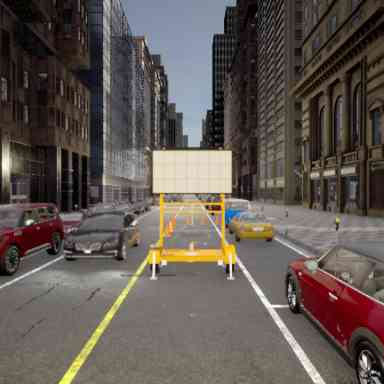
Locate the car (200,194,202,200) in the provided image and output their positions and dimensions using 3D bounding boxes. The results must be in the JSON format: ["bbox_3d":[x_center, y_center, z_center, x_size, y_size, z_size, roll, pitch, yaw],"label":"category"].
[{"bbox_3d":[2.818,1.456,55.335,1.967,1.590,4.097,0,0,0],"label":"car"}]

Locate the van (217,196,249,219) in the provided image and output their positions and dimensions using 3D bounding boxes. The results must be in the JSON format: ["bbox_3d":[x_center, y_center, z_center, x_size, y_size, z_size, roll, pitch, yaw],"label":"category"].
[{"bbox_3d":[2.782,1.341,21.725,1.690,1.788,3.998,0,0,0],"label":"van"}]

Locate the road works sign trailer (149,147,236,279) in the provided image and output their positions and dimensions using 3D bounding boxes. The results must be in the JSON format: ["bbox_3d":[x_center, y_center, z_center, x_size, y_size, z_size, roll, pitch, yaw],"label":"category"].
[{"bbox_3d":[0.009,0.464,9.966,2.380,3.560,2.880,0,0,0],"label":"road works sign trailer"}]

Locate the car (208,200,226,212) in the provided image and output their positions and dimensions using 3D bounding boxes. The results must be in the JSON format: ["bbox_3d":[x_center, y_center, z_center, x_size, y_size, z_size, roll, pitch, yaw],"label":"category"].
[{"bbox_3d":[2.800,1.588,38.530,1.802,1.307,4.206,0,0,0],"label":"car"}]

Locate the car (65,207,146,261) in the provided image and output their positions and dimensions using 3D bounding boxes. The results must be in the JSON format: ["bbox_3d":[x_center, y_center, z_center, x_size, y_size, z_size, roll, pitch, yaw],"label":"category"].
[{"bbox_3d":[-3.088,1.504,12.273,1.837,1.490,4.892,0,0,0],"label":"car"}]

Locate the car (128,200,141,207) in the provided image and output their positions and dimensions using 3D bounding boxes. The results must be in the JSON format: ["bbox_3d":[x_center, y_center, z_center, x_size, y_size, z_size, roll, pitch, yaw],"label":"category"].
[{"bbox_3d":[-5.737,1.552,27.323,2.008,1.369,4.403,0,0,0],"label":"car"}]

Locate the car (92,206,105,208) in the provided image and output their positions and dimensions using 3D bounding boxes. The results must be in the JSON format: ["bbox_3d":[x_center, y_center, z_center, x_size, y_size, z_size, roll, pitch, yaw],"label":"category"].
[{"bbox_3d":[-5.749,1.582,16.119,1.802,1.307,4.206,0,0,0],"label":"car"}]

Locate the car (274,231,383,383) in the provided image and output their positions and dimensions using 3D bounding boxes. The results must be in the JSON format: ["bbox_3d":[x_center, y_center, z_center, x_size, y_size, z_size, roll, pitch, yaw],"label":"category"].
[{"bbox_3d":[2.764,1.440,4.919,1.967,1.590,4.097,0,0,0],"label":"car"}]

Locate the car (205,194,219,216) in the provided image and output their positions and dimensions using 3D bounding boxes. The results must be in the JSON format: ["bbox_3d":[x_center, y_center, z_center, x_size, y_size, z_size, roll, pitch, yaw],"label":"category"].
[{"bbox_3d":[2.793,1.318,32.928,2.192,1.841,5.009,0,0,0],"label":"car"}]

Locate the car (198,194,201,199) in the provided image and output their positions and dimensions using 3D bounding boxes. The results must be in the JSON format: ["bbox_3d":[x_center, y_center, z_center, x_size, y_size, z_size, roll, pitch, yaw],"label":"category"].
[{"bbox_3d":[2.830,1.464,66.538,1.967,1.590,4.097,0,0,0],"label":"car"}]

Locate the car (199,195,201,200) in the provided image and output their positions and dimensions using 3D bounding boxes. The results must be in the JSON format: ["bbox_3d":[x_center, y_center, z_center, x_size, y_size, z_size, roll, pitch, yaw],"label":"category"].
[{"bbox_3d":[2.824,1.585,60.937,1.947,1.339,4.313,0,0,0],"label":"car"}]

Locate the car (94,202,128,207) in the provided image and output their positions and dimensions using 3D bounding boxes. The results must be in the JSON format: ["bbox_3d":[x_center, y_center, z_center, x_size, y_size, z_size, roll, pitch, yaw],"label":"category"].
[{"bbox_3d":[-5.743,1.440,21.720,1.967,1.590,4.097,0,0,0],"label":"car"}]

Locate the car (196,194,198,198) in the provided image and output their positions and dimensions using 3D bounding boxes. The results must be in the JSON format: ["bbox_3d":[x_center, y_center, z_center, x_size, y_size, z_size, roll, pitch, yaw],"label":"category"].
[{"bbox_3d":[2.854,1.584,88.945,1.887,1.381,4.507,0,0,0],"label":"car"}]

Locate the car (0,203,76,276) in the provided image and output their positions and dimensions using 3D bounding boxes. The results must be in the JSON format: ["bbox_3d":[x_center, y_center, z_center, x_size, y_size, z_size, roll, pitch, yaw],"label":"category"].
[{"bbox_3d":[-5.755,1.314,10.516,2.192,1.841,5.009,0,0,0],"label":"car"}]

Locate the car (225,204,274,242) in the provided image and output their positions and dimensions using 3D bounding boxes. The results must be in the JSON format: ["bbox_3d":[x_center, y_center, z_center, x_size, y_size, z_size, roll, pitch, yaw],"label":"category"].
[{"bbox_3d":[2.776,1.525,16.294,1.752,1.417,4.829,0,0,0],"label":"car"}]

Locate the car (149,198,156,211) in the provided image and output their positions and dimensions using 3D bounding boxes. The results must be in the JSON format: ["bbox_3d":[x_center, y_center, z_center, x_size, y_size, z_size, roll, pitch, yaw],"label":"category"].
[{"bbox_3d":[-5.725,1.571,38.526,1.947,1.339,4.313,0,0,0],"label":"car"}]

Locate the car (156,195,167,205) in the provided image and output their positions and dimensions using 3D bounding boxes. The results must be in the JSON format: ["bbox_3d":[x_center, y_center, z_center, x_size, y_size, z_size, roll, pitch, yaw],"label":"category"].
[{"bbox_3d":[-5.707,1.560,55.333,1.887,1.381,4.507,0,0,0],"label":"car"}]

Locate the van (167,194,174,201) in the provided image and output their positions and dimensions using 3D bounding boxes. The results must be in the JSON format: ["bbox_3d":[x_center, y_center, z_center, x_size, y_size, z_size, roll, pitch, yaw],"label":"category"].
[{"bbox_3d":[-5.672,1.380,88.946,1.690,1.788,3.998,0,0,0],"label":"van"}]

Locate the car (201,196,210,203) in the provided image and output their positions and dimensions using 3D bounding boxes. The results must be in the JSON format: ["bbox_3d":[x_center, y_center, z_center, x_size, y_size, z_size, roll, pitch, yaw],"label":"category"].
[{"bbox_3d":[2.836,1.609,72.140,1.802,1.307,4.206,0,0,0],"label":"car"}]

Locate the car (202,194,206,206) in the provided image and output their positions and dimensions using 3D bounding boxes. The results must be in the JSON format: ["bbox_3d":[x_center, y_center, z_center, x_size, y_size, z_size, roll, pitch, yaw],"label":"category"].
[{"bbox_3d":[2.805,1.324,44.132,2.192,1.841,5.009,0,0,0],"label":"car"}]

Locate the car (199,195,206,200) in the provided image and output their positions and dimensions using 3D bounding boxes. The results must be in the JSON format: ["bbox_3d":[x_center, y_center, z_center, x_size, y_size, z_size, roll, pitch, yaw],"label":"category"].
[{"bbox_3d":[2.860,1.588,94.548,1.887,1.381,4.507,0,0,0],"label":"car"}]

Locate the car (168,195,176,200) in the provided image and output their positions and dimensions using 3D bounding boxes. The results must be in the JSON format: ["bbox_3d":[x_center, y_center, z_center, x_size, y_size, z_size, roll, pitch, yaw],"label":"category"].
[{"bbox_3d":[-5.665,1.588,94.548,1.887,1.381,4.507,0,0,0],"label":"car"}]

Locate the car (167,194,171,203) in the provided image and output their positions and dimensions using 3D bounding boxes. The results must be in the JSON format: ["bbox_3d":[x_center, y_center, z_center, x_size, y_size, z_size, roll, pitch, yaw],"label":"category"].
[{"bbox_3d":[-5.689,1.467,72.139,1.967,1.590,4.097,0,0,0],"label":"car"}]

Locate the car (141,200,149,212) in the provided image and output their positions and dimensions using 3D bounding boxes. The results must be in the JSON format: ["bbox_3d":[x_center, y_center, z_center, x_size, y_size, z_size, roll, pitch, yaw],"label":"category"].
[{"bbox_3d":[-5.731,1.569,32.924,1.947,1.339,4.313,0,0,0],"label":"car"}]

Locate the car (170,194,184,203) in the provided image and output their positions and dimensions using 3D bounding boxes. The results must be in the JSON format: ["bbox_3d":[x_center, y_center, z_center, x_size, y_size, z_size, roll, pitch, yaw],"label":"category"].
[{"bbox_3d":[-2.925,1.574,71.024,2.033,1.411,5.357,0,0,0],"label":"car"}]

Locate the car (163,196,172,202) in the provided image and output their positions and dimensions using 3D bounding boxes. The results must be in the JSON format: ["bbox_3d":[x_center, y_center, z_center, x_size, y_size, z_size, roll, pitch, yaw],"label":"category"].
[{"bbox_3d":[-5.683,1.576,77.741,1.887,1.381,4.507,0,0,0],"label":"car"}]
